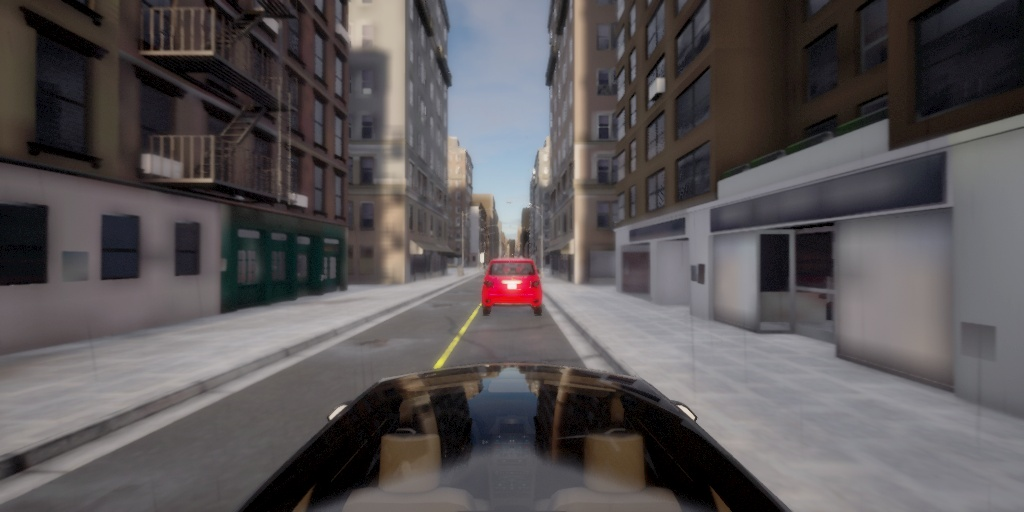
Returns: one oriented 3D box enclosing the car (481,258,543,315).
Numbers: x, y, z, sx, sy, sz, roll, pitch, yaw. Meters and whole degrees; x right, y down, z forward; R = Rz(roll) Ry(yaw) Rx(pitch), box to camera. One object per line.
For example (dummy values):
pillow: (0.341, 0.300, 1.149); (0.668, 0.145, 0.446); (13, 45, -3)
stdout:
car: (0.013, 1.105, 14.432); (2.150, 2.045, 5.566); (0, 0, 0)

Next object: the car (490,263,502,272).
car: (-2.775, 1.911, 62.519); (1.812, 1.442, 4.674); (0, -1, 1)
